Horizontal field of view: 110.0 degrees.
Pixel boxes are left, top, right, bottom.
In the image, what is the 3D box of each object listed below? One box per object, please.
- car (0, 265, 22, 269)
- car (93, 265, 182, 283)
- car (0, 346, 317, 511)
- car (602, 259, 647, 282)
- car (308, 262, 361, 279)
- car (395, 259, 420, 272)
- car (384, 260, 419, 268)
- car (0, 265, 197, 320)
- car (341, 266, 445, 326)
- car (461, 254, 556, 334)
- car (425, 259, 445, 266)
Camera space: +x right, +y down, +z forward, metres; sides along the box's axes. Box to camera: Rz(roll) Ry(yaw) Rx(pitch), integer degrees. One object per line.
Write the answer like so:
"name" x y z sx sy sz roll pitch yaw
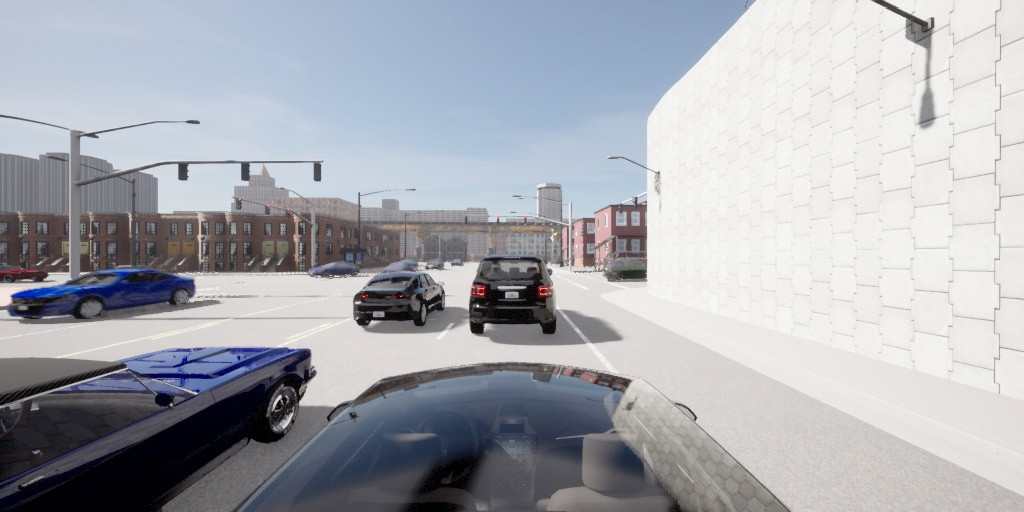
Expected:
"car" -38.295 1.351 27.065 4.718 1.301 1.895 0 0 0
"car" -28.178 1.351 27.101 4.718 1.301 1.895 0 0 0
"car" -3.397 1.351 2.391 1.895 1.301 4.718 0 0 0
"car" 9.299 0.997 27.316 4.553 1.767 2.097 -2 0 1
"car" -16.333 1.276 33.223 1.812 1.442 4.674 1 0 29
"car" -14.111 1.228 48.715 1.882 1.535 5.008 0 0 0
"car" -10.609 1.298 33.601 2.033 1.411 5.357 0 0 0
"car" -14.102 1.227 12.836 1.882 1.535 5.008 0 0 0
"car" -3.422 1.255 11.645 1.837 1.490 4.892 0 0 0
"car" 0.062 0.971 10.755 2.150 2.045 5.566 0 0 1
"car" -10.609 1.241 49.192 2.128 1.511 4.902 0 0 0
